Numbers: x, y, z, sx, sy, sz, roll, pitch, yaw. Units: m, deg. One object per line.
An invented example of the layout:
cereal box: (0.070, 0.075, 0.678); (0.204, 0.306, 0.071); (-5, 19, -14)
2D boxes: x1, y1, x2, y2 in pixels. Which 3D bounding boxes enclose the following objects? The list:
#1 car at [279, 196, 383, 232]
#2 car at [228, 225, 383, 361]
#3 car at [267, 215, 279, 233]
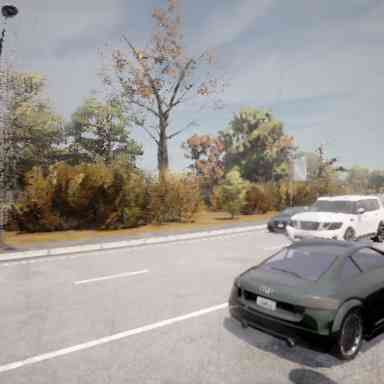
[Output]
car: (6.206, 1.184, 13.872); (5.566, 2.045, 2.150); (0, 0, -43)
car: (2.628, 1.550, 6.002); (4.181, 1.385, 1.994); (0, 0, -39)
car: (5.963, 1.523, 18.483); (4.181, 1.385, 1.994); (0, 0, -45)
